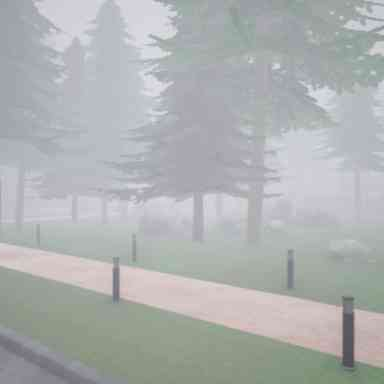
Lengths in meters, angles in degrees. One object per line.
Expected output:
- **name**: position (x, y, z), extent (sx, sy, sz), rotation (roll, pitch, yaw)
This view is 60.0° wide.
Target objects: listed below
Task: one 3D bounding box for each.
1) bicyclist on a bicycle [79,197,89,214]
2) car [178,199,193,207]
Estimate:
- **bicyclist on a bicycle**: position (-10.277, 1.301, 31.599), extent (1.656, 1.620, 0.582), rotation (0, 0, 37)
- **car**: position (-1.499, 1.491, 49.873), extent (2.128, 1.511, 4.902), rotation (0, 0, 37)
